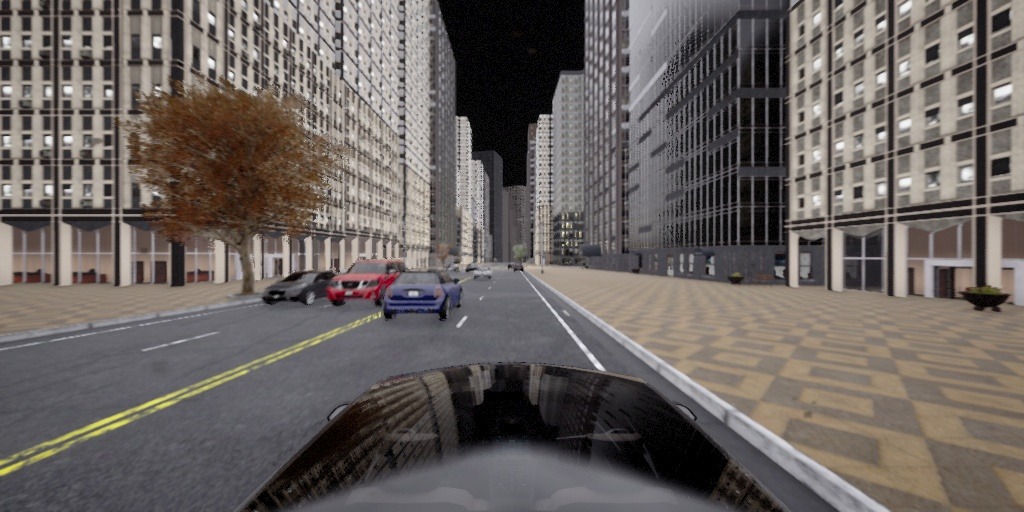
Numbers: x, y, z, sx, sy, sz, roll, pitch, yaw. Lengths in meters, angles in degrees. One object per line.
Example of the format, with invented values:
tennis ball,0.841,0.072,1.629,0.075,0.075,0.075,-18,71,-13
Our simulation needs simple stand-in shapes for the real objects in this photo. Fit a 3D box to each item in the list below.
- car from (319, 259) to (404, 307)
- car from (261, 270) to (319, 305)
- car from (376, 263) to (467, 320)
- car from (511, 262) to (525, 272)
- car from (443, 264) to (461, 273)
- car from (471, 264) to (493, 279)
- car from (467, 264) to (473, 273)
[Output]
car,-6.599,1.183,17.271,2.150,2.045,5.566,0,-1,0
car,-9.848,1.469,17.412,1.837,1.490,4.892,0,-1,0
car,-3.152,1.263,13.590,2.097,1.767,4.553,0,-1,0
car,1.142,2.085,62.503,1.837,1.490,4.892,0,-1,0
car,-9.798,2.019,58.666,2.128,1.511,4.902,0,-1,1
car,-3.147,1.878,40.347,1.895,1.301,4.718,0,-1,0
car,-6.547,2.032,58.664,1.837,1.490,4.892,0,-1,1
